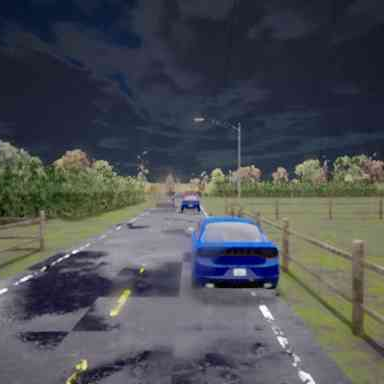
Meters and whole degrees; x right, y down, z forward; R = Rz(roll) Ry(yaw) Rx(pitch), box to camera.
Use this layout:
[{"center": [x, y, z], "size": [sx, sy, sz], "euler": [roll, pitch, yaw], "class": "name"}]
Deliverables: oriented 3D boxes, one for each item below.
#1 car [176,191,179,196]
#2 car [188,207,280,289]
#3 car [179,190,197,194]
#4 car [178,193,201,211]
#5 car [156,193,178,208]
[{"center": [-3.182, 0.523, 83.355], "size": [2.097, 1.767, 4.553], "euler": [0, 1, 0], "class": "car"}, {"center": [0.919, 1.397, 8.963], "size": [1.882, 1.535, 5.008], "euler": [0, 1, 0], "class": "car"}, {"center": [-0.229, 0.791, 45.343], "size": [2.150, 2.045, 5.566], "euler": [0, 1, 0], "class": "car"}, {"center": [-0.113, 1.155, 34.680], "size": [1.882, 1.535, 5.008], "euler": [0, 0, 0], "class": "car"}, {"center": [-3.048, 1.193, 39.445], "size": [1.994, 1.385, 4.181], "euler": [0, 1, 0], "class": "car"}]
